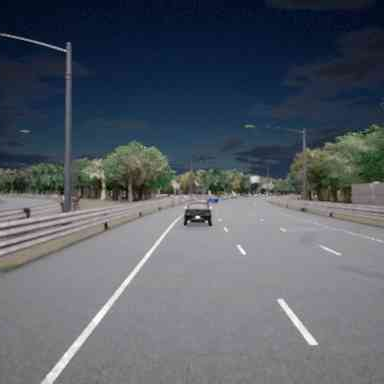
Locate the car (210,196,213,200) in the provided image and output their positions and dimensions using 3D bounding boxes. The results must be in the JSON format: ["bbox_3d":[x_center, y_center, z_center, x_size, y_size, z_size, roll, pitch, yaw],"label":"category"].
[{"bbox_3d":[1.344,1.616,41.236,1.812,1.442,4.674,0,0,4],"label":"car"}]

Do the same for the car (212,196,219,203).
[{"bbox_3d":[4.921,1.654,72.984,1.882,1.535,5.008,0,0,9],"label":"car"}]

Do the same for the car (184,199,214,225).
[{"bbox_3d":[0.463,1.526,24.405,1.882,1.535,5.008,0,0,2],"label":"car"}]
